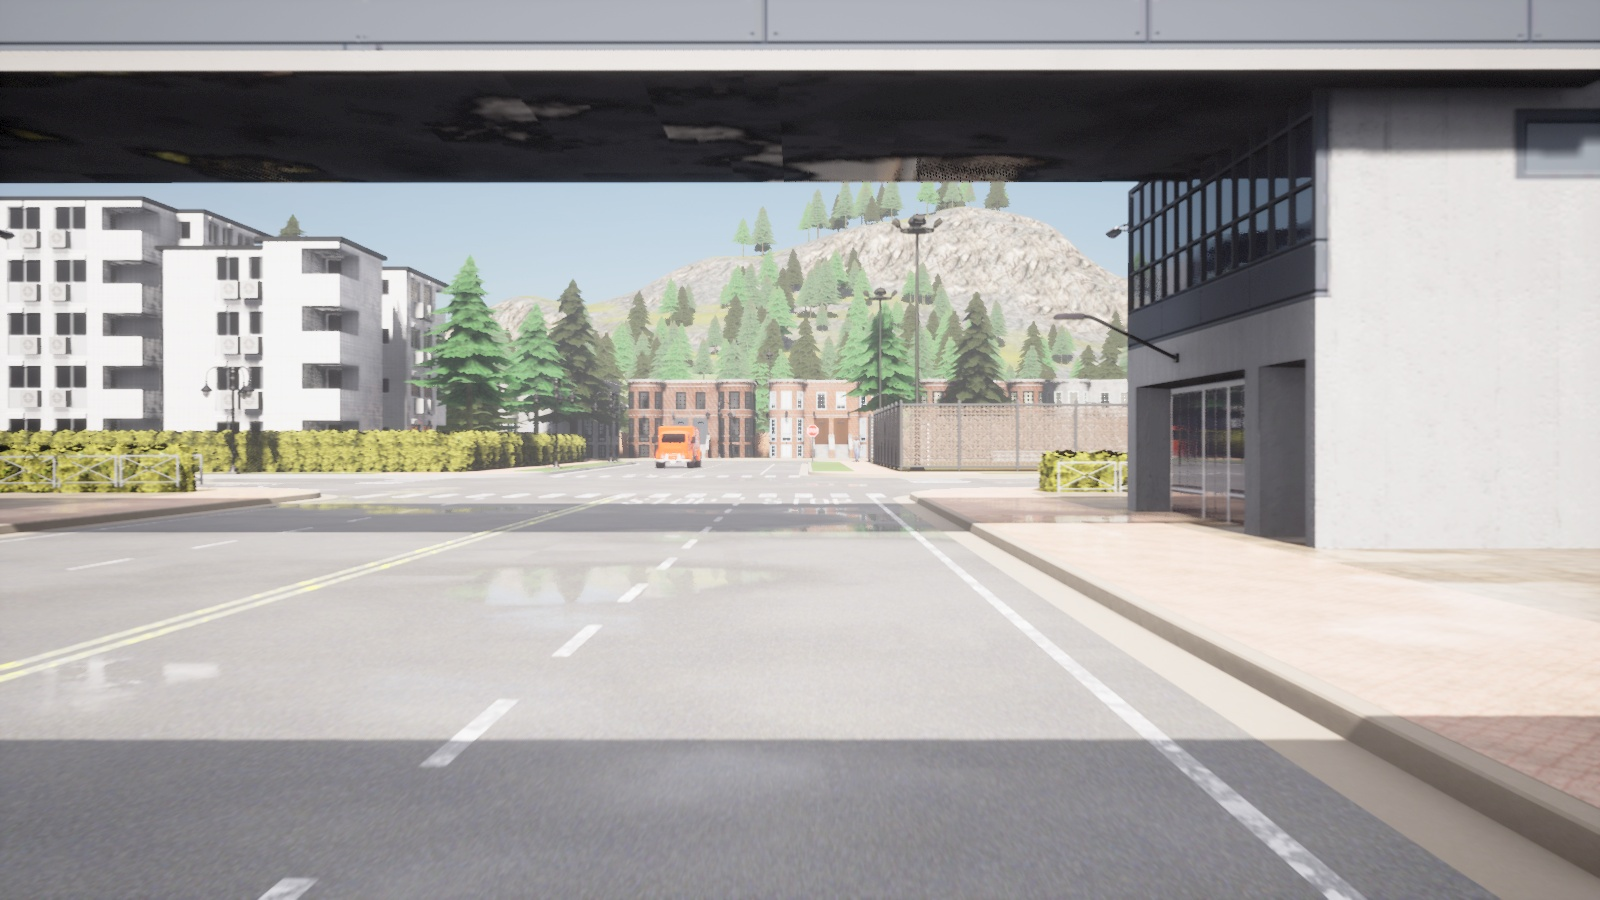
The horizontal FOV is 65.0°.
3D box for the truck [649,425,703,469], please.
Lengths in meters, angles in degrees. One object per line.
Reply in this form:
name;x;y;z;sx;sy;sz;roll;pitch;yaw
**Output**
truck;-7.220;-0.181;73.850;2.627;2.467;5.204;0;0;0
